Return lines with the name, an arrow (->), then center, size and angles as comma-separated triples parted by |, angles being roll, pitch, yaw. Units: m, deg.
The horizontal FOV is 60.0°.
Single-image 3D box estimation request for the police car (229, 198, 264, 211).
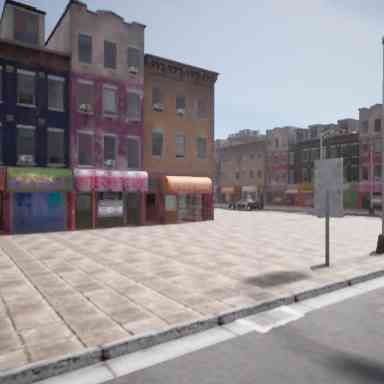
police car -> 6.896, 1.546, 43.077 | 1.930, 1.638, 5.238 | 0, 0, -36
